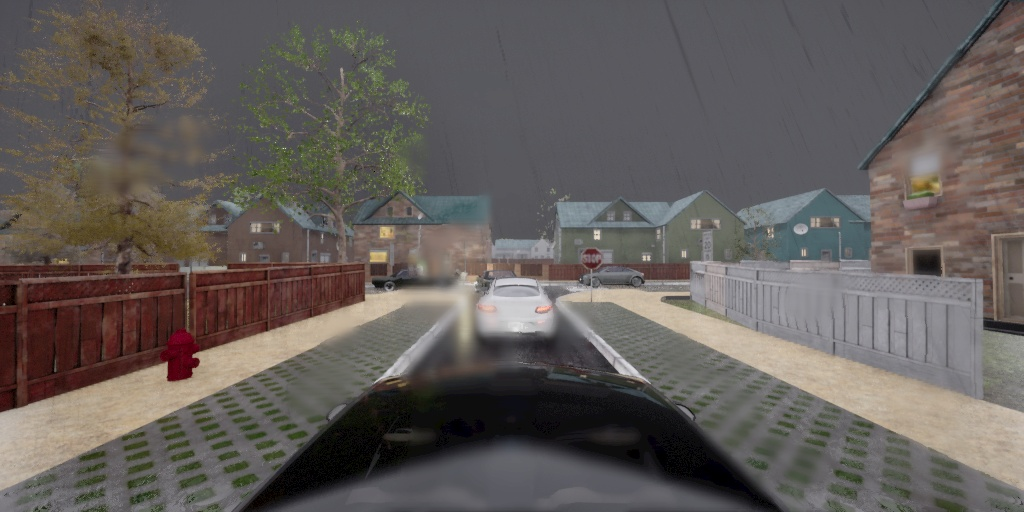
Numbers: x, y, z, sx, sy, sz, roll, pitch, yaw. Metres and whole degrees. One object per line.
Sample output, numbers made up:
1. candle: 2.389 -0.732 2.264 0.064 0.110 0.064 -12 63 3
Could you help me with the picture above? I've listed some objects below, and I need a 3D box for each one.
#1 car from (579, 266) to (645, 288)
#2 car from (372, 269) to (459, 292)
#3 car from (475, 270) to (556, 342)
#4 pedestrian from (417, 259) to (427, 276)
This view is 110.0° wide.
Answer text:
1. car: 6.529 1.344 23.704 4.181 1.385 1.994 0 -1 1
2. car: -5.490 1.416 20.909 4.718 1.301 1.895 -1 -1 1
3. car: 0.100 1.279 9.707 1.812 1.442 4.674 0 0 0
4. pedestrian: -6.711 1.118 26.793 0.375 1.860 0.375 0 -1 1
